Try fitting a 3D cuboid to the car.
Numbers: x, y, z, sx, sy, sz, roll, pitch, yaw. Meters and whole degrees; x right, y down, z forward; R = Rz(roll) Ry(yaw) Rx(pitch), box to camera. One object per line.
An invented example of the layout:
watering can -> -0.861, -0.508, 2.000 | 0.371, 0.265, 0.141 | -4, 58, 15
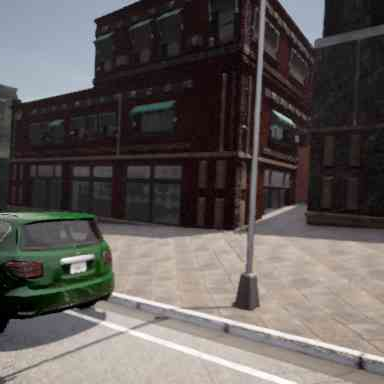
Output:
car -> -4.116, 1.437, 7.215 | 5.566, 2.045, 2.150 | -1, -2, 35
